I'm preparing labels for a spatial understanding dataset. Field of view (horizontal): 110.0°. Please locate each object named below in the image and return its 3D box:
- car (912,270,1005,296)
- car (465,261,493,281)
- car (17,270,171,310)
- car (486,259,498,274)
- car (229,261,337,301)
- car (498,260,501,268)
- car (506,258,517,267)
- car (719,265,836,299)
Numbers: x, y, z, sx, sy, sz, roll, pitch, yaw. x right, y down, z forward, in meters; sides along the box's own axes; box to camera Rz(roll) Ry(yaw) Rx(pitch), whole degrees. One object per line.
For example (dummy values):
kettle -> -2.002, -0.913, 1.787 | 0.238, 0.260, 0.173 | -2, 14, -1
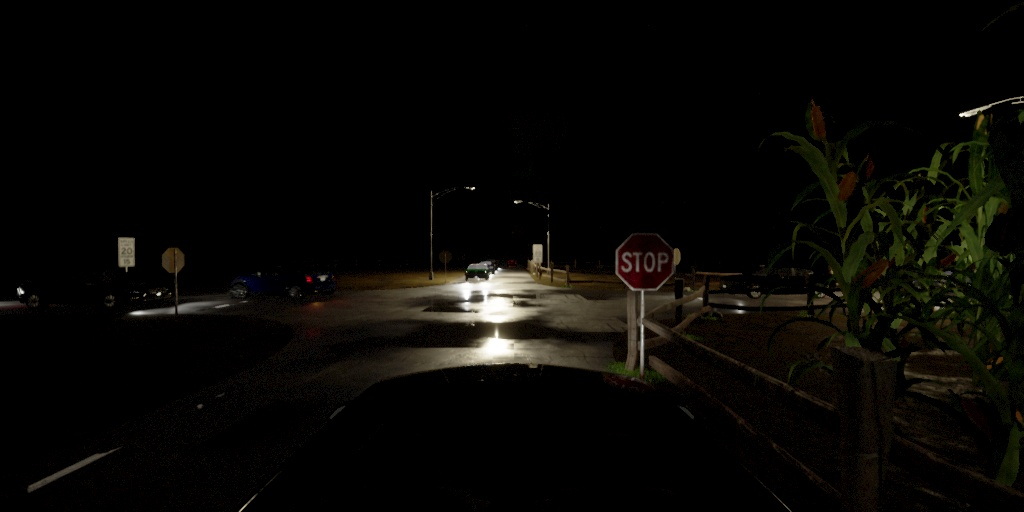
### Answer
car -> 22.721, 1.251, 17.455 | 5.357, 1.411, 2.033 | 0, 1, 0
car -> -2.850, 1.325, 30.088 | 1.895, 1.301, 4.718 | 0, 0, -2
car -> -16.621, 1.293, 14.405 | 4.892, 1.490, 1.837 | 0, 1, 0
car -> -2.905, 1.277, 39.896 | 1.994, 1.385, 4.181 | 0, 0, 0
car -> -10.897, 1.091, 17.100 | 4.553, 1.767, 2.097 | 0, 1, 11
car -> -2.916, 1.192, 49.851 | 2.128, 1.511, 4.902 | 0, 0, 0
car -> 0.003, 1.233, 61.668 | 2.033, 1.411, 5.357 | 0, 0, -1
car -> 12.751, 1.191, 17.381 | 5.008, 1.535, 1.882 | 0, 1, -2
